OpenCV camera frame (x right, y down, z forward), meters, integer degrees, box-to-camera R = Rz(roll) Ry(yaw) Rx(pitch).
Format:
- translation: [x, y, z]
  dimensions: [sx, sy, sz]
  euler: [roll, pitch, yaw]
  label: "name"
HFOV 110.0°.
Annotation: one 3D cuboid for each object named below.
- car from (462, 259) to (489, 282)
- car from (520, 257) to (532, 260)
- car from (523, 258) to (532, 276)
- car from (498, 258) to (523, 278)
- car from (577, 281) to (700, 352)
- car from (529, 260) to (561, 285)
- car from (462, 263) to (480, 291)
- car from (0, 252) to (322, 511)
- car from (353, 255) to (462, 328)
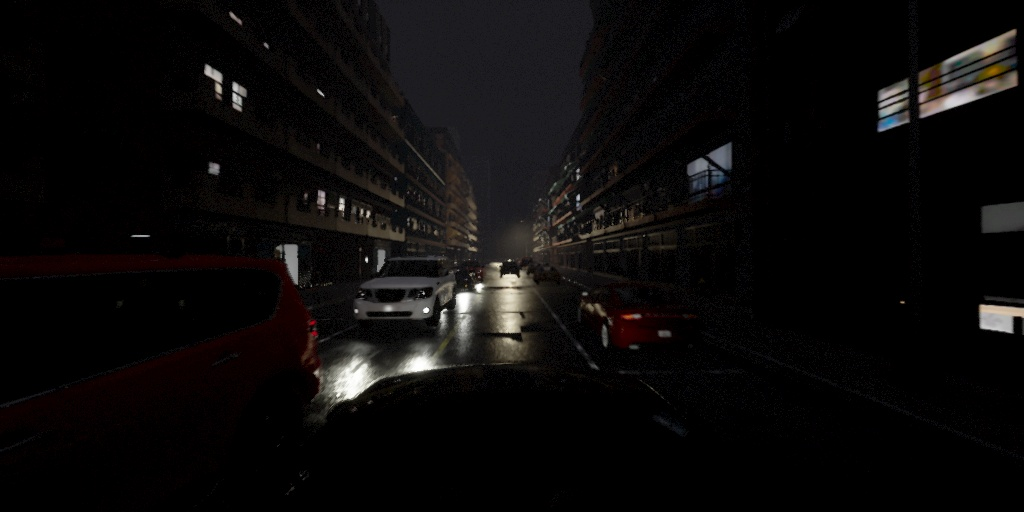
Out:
- translation: [-3.257, 1.163, 28.931]
  dimensions: [2.097, 1.767, 4.553]
  euler: [0, 0, -1]
  label: "car"
- translation: [2.183, 1.050, 54.186]
  dimensions: [2.192, 1.841, 5.009]
  euler: [0, 0, -1]
  label: "car"
- translation: [2.354, 1.258, 37.309]
  dimensions: [1.751, 1.417, 4.829]
  euler: [0, 0, -1]
  label: "car"
- translation: [-0.209, 1.256, 33.866]
  dimensions: [1.837, 1.490, 4.892]
  euler: [0, 0, -1]
  label: "car"
- translation: [2.747, 1.276, 8.733]
  dimensions: [1.888, 1.381, 4.507]
  euler: [0, 0, -1]
  label: "car"
- translation: [2.469, 1.257, 25.945]
  dimensions: [1.751, 1.417, 4.829]
  euler: [0, 0, -1]
  label: "car"
- translation: [-3.271, 1.335, 21.813]
  dimensions: [1.994, 1.385, 4.181]
  euler: [0, 0, -1]
  label: "car"
- translation: [-3.084, 0.993, 1.566]
  dimensions: [2.150, 2.045, 5.566]
  euler: [0, 0, -1]
  label: "car"
- translation: [-3.187, 0.992, 11.930]
  dimensions: [2.150, 2.045, 5.566]
  euler: [0, 0, -1]
  label: "car"
